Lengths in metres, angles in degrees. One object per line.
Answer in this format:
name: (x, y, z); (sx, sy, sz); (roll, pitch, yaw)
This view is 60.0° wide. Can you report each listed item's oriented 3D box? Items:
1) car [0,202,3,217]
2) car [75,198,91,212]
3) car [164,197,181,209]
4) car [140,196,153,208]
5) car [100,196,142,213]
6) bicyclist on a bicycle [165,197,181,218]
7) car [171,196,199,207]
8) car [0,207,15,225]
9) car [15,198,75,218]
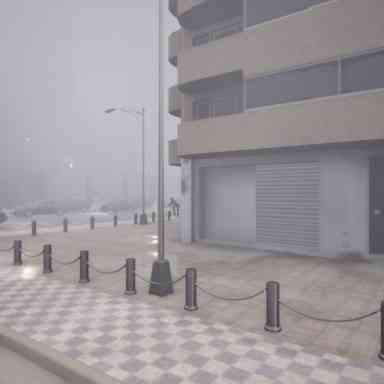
car: (-18.581, 1.539, 27.626); (1.895, 1.301, 4.718); (0, 0, 36)
car: (-13.097, 1.443, 35.164); (1.837, 1.490, 4.892); (0, 0, 36)
car: (-2.111, 1.503, 44.344); (1.994, 1.385, 4.181); (0, 0, 36)
car: (-7.229, 1.291, 43.247); (2.097, 1.767, 4.553); (0, 0, 36)
car: (-7.969, 1.503, 36.275); (1.994, 1.385, 4.181); (0, 0, 36)
bicyclist on a bicycle: (-1.503, 1.243, 26.483); (1.656, 1.620, 0.582); (0, 0, 36)
car: (-1.001, 1.444, 51.805); (1.837, 1.490, 4.892); (0, 0, 36)
car: (-14.311, 1.465, 21.204); (1.812, 1.442, 4.674); (0, 0, 38)
car: (-13.202, 1.431, 29.058); (2.128, 1.511, 4.902); (0, 0, 36)
